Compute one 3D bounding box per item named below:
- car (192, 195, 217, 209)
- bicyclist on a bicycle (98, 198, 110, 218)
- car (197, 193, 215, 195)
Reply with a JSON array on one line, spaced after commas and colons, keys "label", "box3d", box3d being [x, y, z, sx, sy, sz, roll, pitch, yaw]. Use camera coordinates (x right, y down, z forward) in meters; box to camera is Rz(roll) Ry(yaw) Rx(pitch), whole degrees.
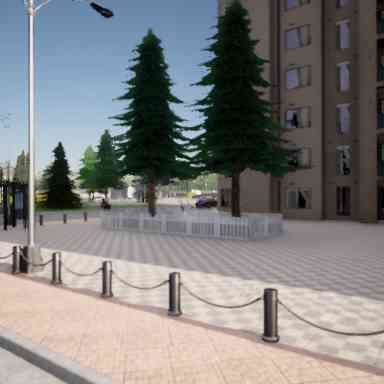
[{"label": "car", "box3d": [2.418, 1.575, 47.542, 1.837, 1.490, 4.892, 0, 0, 36]}, {"label": "bicyclist on a bicycle", "box3d": [-7.154, 1.358, 27.214, 1.656, 1.620, 0.582, -1, 0, 35]}, {"label": "car", "box3d": [3.649, 1.553, 92.520, 3.806, 1.475, 1.970, 0, 0, 35]}]
